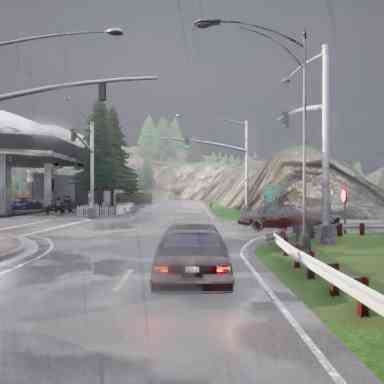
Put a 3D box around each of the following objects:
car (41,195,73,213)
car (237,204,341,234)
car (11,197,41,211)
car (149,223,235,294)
[{"bbox_3d":[-14.519,1.313,36.524,1.905,1.878,3.866,0,0,-1],"label":"car"},{"bbox_3d":[5.151,1.383,18.099,5.357,1.411,2.033,-1,0,35],"label":"car"},{"bbox_3d":[-20.224,1.480,40.803,2.242,1.667,4.611,0,0,-1],"label":"car"},{"bbox_3d":[0.003,1.547,8.940,2.033,1.411,5.357,0,0,0],"label":"car"}]
